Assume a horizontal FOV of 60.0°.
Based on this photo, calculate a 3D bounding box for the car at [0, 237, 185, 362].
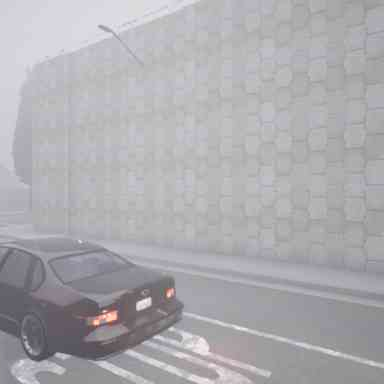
[{"bbox_3d":[-2.693,1.545,5.902,5.357,1.411,2.033,0,0,35],"label":"car"}]
